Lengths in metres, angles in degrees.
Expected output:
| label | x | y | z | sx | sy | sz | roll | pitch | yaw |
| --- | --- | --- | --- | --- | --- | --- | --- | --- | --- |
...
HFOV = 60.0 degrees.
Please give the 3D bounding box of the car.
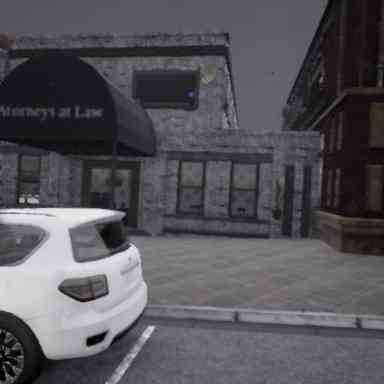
| label | x | y | z | sx | sy | sz | roll | pitch | yaw |
| --- | --- | --- | --- | --- | --- | --- | --- | --- | --- |
| car | -3.484 | 1.278 | 4.967 | 5.566 | 2.045 | 2.435 | 0 | 0 | 9 |
